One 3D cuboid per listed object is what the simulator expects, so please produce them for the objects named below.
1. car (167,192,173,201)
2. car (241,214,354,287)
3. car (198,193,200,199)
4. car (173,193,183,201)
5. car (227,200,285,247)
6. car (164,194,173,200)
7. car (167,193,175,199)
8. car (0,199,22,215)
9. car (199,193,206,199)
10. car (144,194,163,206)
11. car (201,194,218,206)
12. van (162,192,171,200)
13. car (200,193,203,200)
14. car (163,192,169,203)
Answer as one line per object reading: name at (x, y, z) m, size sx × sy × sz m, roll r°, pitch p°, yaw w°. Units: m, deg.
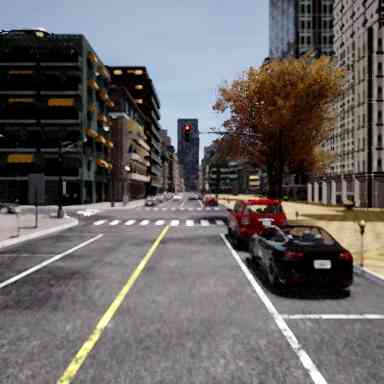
car at (-5.678, 1.069, 68.990) m, size 1.967 × 1.590 × 4.097 m, roll 0°, pitch 0°, yaw 0°
car at (2.694, 1.512, 8.948) m, size 1.947 × 1.339 × 4.313 m, roll 0°, pitch 0°, yaw 0°
car at (2.703, 1.184, 74.521) m, size 1.802 × 1.307 × 4.206 m, roll 0°, pitch 0°, yaw 0°
car at (-2.988, 1.147, 70.280) m, size 1.812 × 1.442 × 4.674 m, roll 0°, pitch 0°, yaw 0°
car at (2.695, 1.229, 14.470) m, size 2.192 × 1.841 × 5.009 m, roll 0°, pitch 0°, yaw 0°
car at (-5.677, 1.160, 80.055) m, size 1.802 × 1.307 × 4.206 m, roll 0°, pitch 0°, yaw 0°
car at (-5.675, 0.969, 91.121) m, size 1.967 × 1.590 × 4.097 m, roll 0°, pitch 0°, yaw 0°
car at (-16.421, 1.180, 27.455) m, size 4.403 × 1.369 × 2.008 m, roll 1°, pitch -1°, yaw -1°
car at (2.704, 1.077, 85.757) m, size 1.752 × 1.417 × 4.829 m, roll 0°, pitch 0°, yaw 0°
car at (-5.681, 1.286, 46.860) m, size 2.008 × 1.369 × 4.403 m, roll 0°, pitch 0°, yaw 0°
car at (2.699, 1.279, 46.858) m, size 1.887 × 1.381 × 4.507 m, roll 0°, pitch 0°, yaw 0°
van at (-5.677, 0.944, 74.522) m, size 1.690 × 1.788 × 3.998 m, roll 0°, pitch 0°, yaw 0°
car at (2.700, 1.204, 58.094) m, size 1.752 × 1.417 × 4.829 m, roll 0°, pitch 0°, yaw 0°
car at (-5.680, 1.231, 57.926) m, size 2.008 × 1.369 × 4.403 m, roll 0°, pitch 0°, yaw 0°
